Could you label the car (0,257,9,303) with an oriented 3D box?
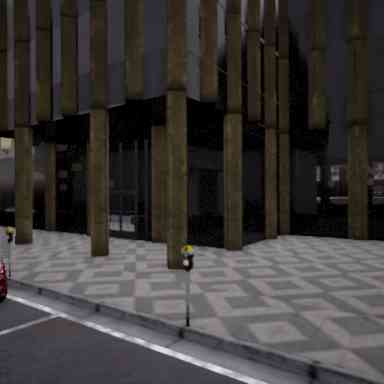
[{"bbox_3d":[-5.725,1.520,7.047,4.097,1.590,1.967,-1,0,36],"label":"car"}]
